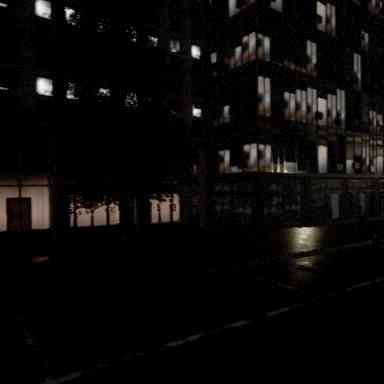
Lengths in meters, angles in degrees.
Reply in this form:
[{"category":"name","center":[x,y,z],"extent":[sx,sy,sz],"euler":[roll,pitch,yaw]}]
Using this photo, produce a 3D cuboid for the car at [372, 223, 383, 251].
[{"category":"car","center":[8.655,1.538,12.869],"extent":[4.403,1.369,2.008],"euler":[0,-1,-35]}]
